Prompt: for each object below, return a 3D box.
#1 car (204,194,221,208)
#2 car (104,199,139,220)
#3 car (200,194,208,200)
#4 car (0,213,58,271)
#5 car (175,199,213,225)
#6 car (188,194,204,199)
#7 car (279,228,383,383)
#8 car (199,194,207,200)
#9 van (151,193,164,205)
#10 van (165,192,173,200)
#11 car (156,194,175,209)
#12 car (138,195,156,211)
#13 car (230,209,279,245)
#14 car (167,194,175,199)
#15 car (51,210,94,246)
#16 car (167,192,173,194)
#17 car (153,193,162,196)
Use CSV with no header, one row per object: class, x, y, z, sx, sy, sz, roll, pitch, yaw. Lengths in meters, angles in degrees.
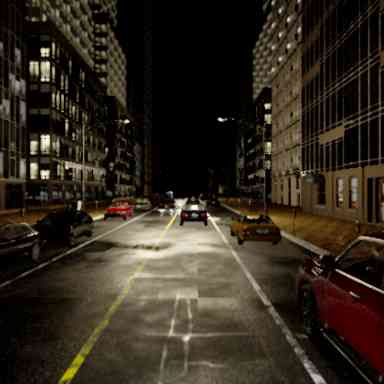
car,2.719,1.367,43.293,1.947,1.339,4.313,0,0,0
car,-5.671,1.465,26.232,1.802,1.307,4.206,0,0,0
car,2.740,1.209,77.443,1.802,1.307,4.206,0,0,0
car,-5.681,1.511,9.157,2.008,1.369,4.403,0,0,0
car,0.114,1.446,22.913,2.033,1.411,5.357,0,0,0
car,0.124,1.355,41.887,2.033,1.411,5.357,0,0,0
car,2.697,1.300,3.447,2.192,1.841,5.009,0,0,0
car,2.744,1.121,83.305,1.752,1.417,4.829,0,0,0
van,-5.653,1.086,54.694,1.690,1.788,3.998,0,0,0
van,-5.636,0.938,83.154,1.690,1.788,3.998,0,0,0
car,-3.031,1.355,41.890,2.033,1.411,5.357,0,0,1
car,-5.665,1.379,37.618,2.008,1.369,4.403,0,0,0
car,2.703,1.460,15.001,1.752,1.417,4.829,0,0,0
car,-5.634,1.132,88.848,1.947,1.339,4.313,0,0,0
car,-5.678,1.501,14.850,1.947,1.339,4.313,0,0,0
car,-5.640,1.067,77.462,1.967,1.590,4.097,0,0,0
car,-5.658,1.318,49.002,1.887,1.381,4.507,0,0,0
